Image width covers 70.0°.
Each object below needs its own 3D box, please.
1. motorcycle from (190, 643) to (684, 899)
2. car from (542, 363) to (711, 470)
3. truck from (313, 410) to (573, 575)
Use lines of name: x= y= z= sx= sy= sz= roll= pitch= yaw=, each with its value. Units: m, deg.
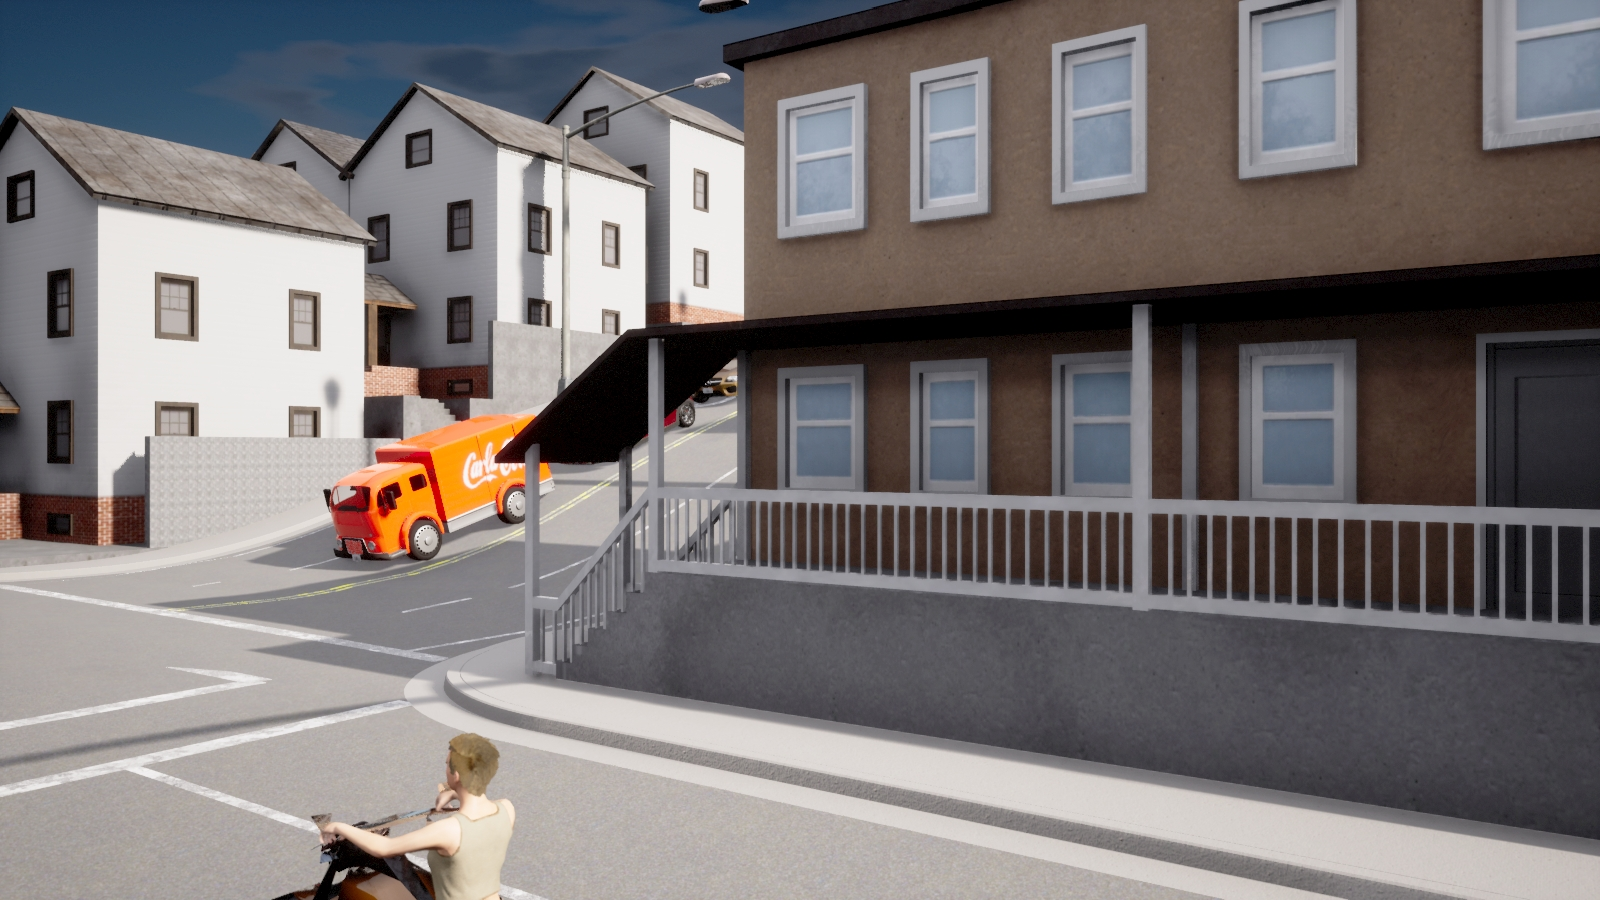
motorcycle: x=-1.647 y=1.905 z=4.943 sx=2.356 sy=1.802 sz=0.764 roll=0 pitch=0 yaw=35
car: x=-4.941 y=-1.040 z=33.205 sx=2.097 sy=1.767 sz=4.553 roll=0 pitch=19 yaw=34
truck: x=-8.532 y=0.881 z=27.907 sx=2.627 sy=2.467 sz=5.204 roll=0 pitch=16 yaw=34
